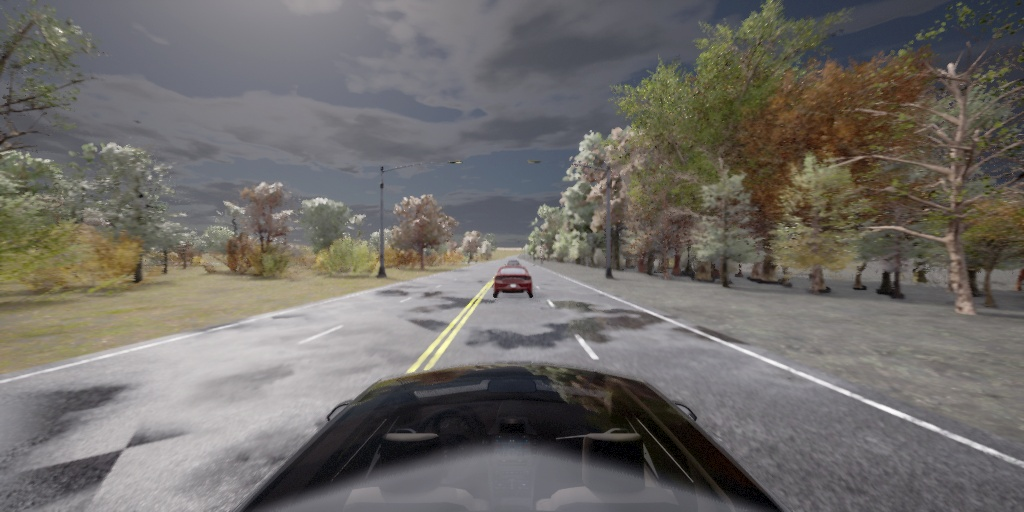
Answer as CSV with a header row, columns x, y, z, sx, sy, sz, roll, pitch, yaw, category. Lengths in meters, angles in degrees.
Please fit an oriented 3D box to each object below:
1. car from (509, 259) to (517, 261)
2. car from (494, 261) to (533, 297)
x,y,z,sx,sy,sz,roll,pitch,yaw,category
0.147,1.275,40.864,1.837,1.490,4.892,0,0,0,car
0.043,1.237,19.047,1.882,1.535,5.008,0,0,0,car
